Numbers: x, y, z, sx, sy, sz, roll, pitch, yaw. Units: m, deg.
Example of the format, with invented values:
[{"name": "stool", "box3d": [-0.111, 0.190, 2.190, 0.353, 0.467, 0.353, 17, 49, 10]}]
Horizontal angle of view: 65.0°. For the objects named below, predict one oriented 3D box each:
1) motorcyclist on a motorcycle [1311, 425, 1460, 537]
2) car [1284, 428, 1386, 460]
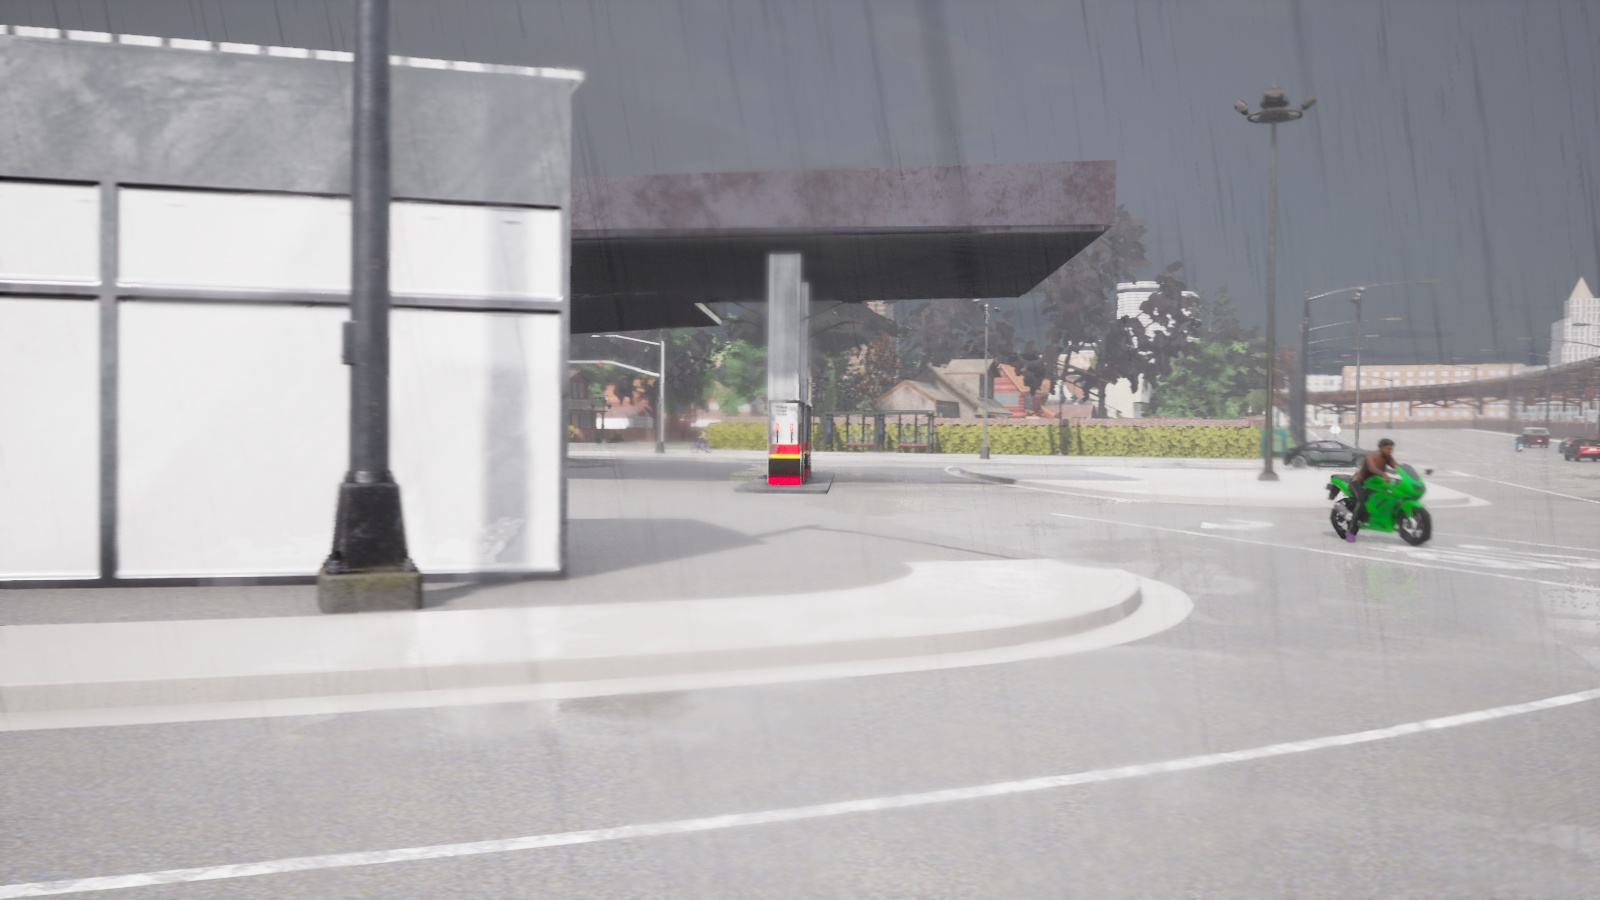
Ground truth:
[{"name": "motorcyclist on a motorcycle", "box3d": [8.432, 0.409, 18.205, 0.797, 1.523, 2.044, -1, 1, -16]}, {"name": "car", "box3d": [24.177, -0.275, 56.934, 4.181, 1.385, 1.994, 0, 1, 21]}]
